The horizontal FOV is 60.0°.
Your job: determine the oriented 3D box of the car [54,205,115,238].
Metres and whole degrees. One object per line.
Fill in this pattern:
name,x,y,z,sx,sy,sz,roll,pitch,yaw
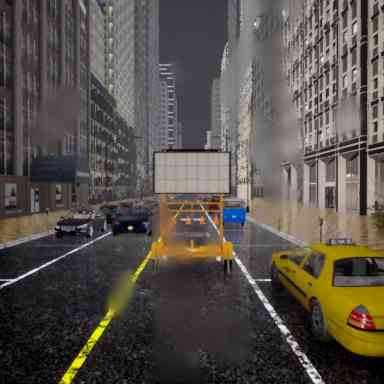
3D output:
car,-5.697,1.547,17.455,2.008,1.369,4.403,-1,0,0

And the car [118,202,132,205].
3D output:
car,-5.696,1.560,23.139,1.947,1.339,4.313,-1,0,0

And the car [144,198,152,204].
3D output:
car,-5.696,1.543,34.506,2.008,1.369,4.403,-1,0,0

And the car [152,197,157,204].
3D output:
car,-5.695,1.573,40.190,1.802,1.307,4.206,-1,0,0

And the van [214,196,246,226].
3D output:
van,2.682,1.336,23.138,1.690,1.788,3.998,-1,0,0

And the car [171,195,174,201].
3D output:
car,-5.693,1.563,74.291,1.802,1.307,4.206,-1,0,0

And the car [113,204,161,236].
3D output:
car,-2.999,1.559,18.185,1.994,1.385,4.181,0,0,0

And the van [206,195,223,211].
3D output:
van,2.683,1.332,40.189,1.690,1.788,3.998,-1,0,0

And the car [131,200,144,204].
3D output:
car,-5.696,1.538,28.822,1.887,1.381,4.507,-1,0,0

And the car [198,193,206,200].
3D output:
car,2.686,1.291,91.343,2.192,1.841,5.009,-1,0,0

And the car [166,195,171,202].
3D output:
car,-5.694,1.535,62.924,2.008,1.369,4.403,-1,0,0

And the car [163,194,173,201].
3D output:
car,-5.694,1.420,79.975,1.967,1.590,4.097,-1,0,0

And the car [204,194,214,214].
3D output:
car,2.682,1.307,34.506,2.192,1.841,5.009,-1,0,0

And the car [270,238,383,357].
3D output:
car,2.683,1.524,6.257,1.752,1.417,4.829,-1,0,0

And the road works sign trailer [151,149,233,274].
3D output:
road works sign trailer,0.002,0.462,10.487,2.380,3.560,2.880,0,0,0

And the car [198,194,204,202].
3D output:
car,2.687,1.535,62.923,2.008,1.369,4.403,-1,0,0

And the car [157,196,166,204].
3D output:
car,-5.695,1.539,51.557,2.008,1.369,4.403,-1,0,0

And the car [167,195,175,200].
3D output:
car,-5.693,1.501,91.173,1.752,1.417,4.829,-1,0,0
